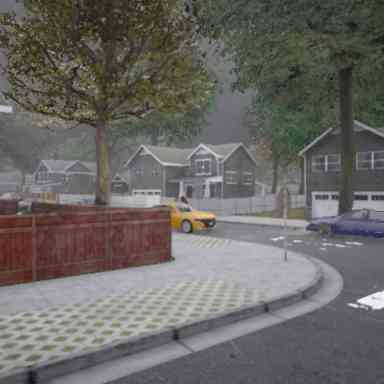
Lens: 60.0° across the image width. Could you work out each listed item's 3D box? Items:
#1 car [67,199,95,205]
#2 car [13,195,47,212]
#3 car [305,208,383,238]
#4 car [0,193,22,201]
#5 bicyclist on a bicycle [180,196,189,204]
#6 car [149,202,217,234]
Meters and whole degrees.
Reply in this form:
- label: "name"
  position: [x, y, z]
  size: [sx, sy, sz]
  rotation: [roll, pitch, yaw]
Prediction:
- label: "car"
  position: [-7.858, 1.281, 25.207]
  size: [4.902, 1.511, 2.128]
  rotation: [1, 1, 43]
- label: "car"
  position: [-15.161, 1.263, 31.998]
  size: [4.181, 1.385, 1.994]
  rotation: [1, 1, 43]
- label: "car"
  position: [8.110, 1.460, 15.341]
  size: [5.357, 1.411, 2.033]
  rotation: [0, 0, 40]
- label: "car"
  position: [-23.922, 0.889, 44.144]
  size: [4.553, 1.767, 2.097]
  rotation: [1, 1, 42]
- label: "bicyclist on a bicycle"
  position: [-0.672, 1.109, 26.527]
  size: [0.582, 1.620, 1.656]
  rotation: [0, 1, 43]
- label: "car"
  position: [-0.846, 1.341, 18.692]
  size: [5.008, 1.535, 1.882]
  rotation: [1, 1, 43]
